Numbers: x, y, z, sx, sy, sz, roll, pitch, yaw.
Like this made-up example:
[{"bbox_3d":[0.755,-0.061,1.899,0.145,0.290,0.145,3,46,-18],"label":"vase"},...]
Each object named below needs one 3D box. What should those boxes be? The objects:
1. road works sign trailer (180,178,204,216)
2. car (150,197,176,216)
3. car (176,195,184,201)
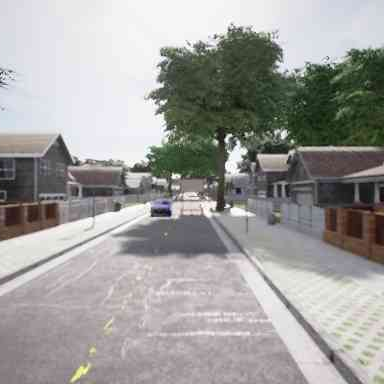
[{"bbox_3d":[0.004,0.424,32.552,2.380,3.560,2.880,0,0,0],"label":"road works sign trailer"},{"bbox_3d":[-2.848,1.438,31.705,1.882,1.535,5.008,0,0,0],"label":"car"},{"bbox_3d":[-2.753,1.322,72.364,2.128,1.511,4.902,0,0,0],"label":"car"}]
